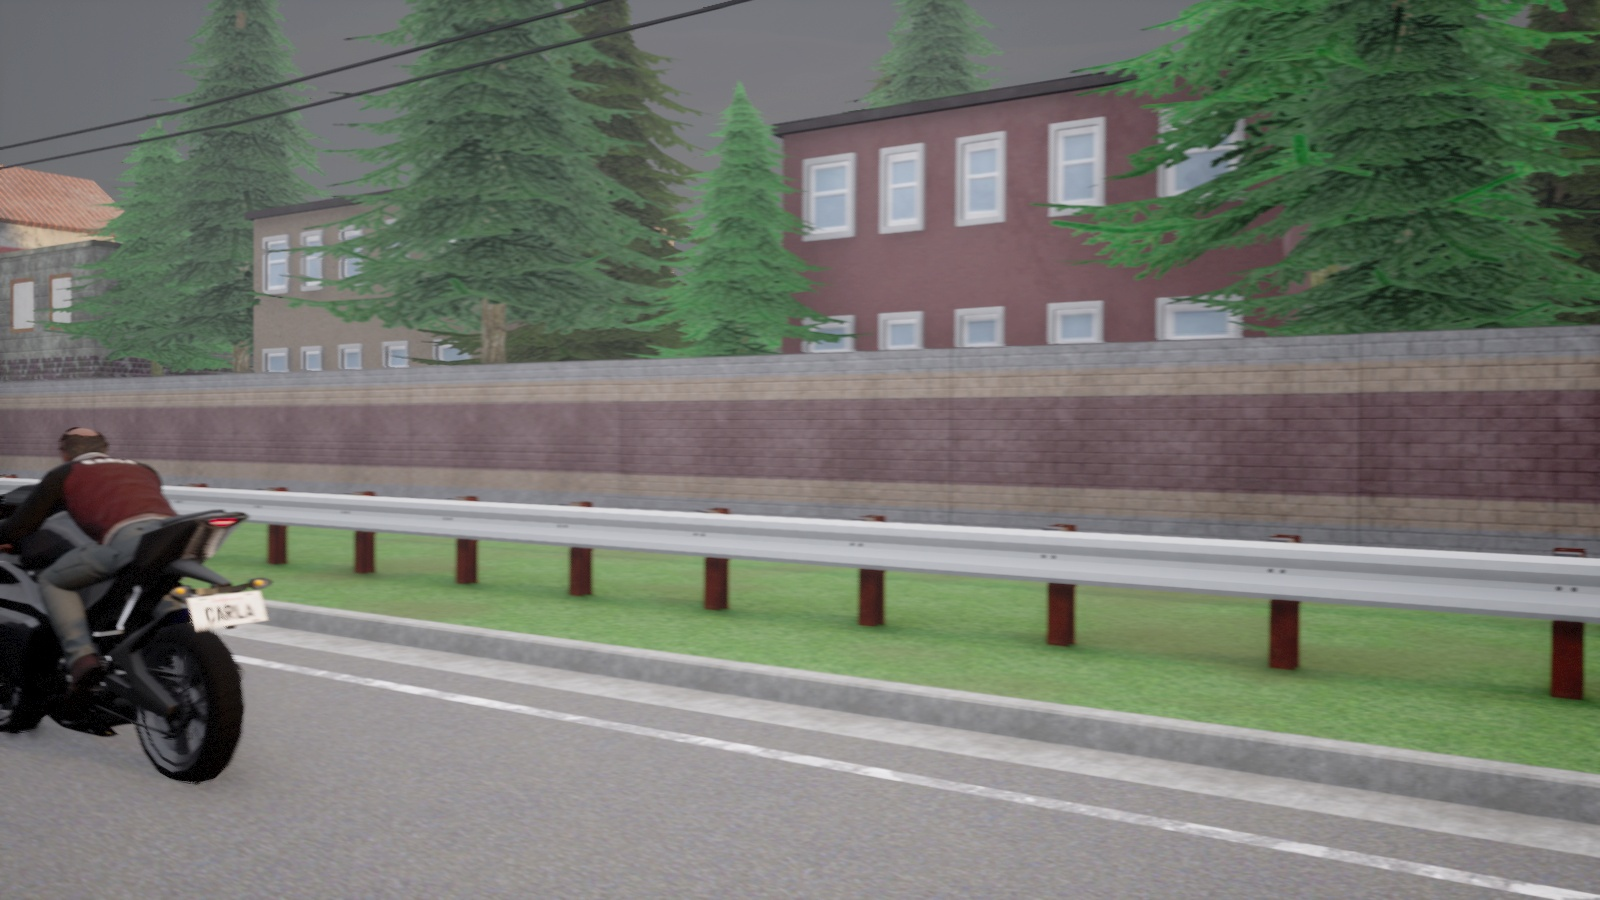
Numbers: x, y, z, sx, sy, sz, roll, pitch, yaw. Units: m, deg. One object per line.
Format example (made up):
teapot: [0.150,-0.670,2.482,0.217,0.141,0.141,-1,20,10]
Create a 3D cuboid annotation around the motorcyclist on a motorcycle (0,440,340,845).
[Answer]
motorcyclist on a motorcycle: [-3.177,0.733,5.736,2.191,1.530,0.866,0,1,34]
